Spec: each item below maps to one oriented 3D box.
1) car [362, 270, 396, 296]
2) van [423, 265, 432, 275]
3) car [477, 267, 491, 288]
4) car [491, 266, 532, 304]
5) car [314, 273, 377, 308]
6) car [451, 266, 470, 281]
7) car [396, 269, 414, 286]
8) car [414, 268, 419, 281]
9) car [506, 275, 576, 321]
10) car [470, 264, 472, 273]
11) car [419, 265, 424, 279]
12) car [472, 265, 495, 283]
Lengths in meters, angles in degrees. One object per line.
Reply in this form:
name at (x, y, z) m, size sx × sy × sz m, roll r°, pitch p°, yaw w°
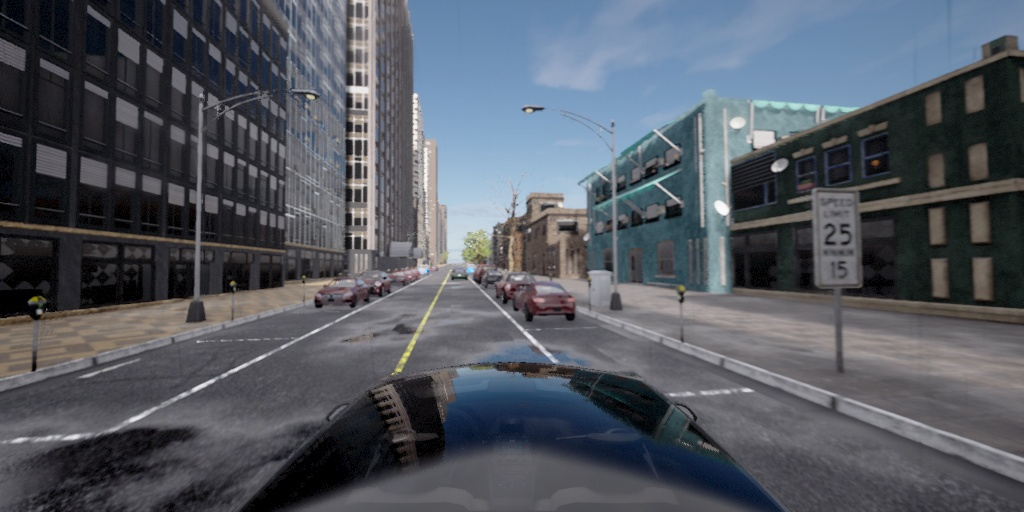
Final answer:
car at (-8.946, 1.685, 22.861) m, size 1.967 × 1.591 × 4.097 m, roll 0°, pitch 0°, yaw -9°
van at (-15.100, 2.409, 61.189) m, size 1.690 × 1.789 × 3.998 m, roll 0°, pitch 0°, yaw -9°
car at (-1.550, 1.899, 29.665) m, size 2.007 × 1.370 × 4.403 m, roll 0°, pitch 0°, yaw -9°
car at (0.207, 1.544, 18.716) m, size 1.967 × 1.591 × 4.097 m, roll 0°, pitch 0°, yaw -9°
car at (-8.067, 1.704, 17.386) m, size 1.802 × 1.307 × 4.207 m, roll 0°, pitch 0°, yaw -9°
car at (-6.347, 2.221, 43.224) m, size 1.994 × 1.385 × 4.181 m, roll 0°, pitch -1°, yaw -10°
car at (-10.704, 2.068, 33.810) m, size 1.802 × 1.307 × 4.207 m, roll 0°, pitch 0°, yaw -9°
car at (-11.584, 2.187, 39.287) m, size 1.802 × 1.307 × 4.207 m, roll 0°, pitch 0°, yaw -9°
car at (1.087, 1.564, 13.238) m, size 1.802 × 1.307 × 4.207 m, roll 0°, pitch 0°, yaw -9°
car at (-3.309, 1.901, 40.617) m, size 2.192 × 1.841 × 5.009 m, roll 0°, pitch 0°, yaw -9°
car at (-12.463, 2.267, 44.762) m, size 1.888 × 1.381 × 4.507 m, roll 0°, pitch 0°, yaw -9°
car at (-2.429, 1.783, 35.139) m, size 2.192 × 1.841 × 5.009 m, roll 0°, pitch 0°, yaw -9°
